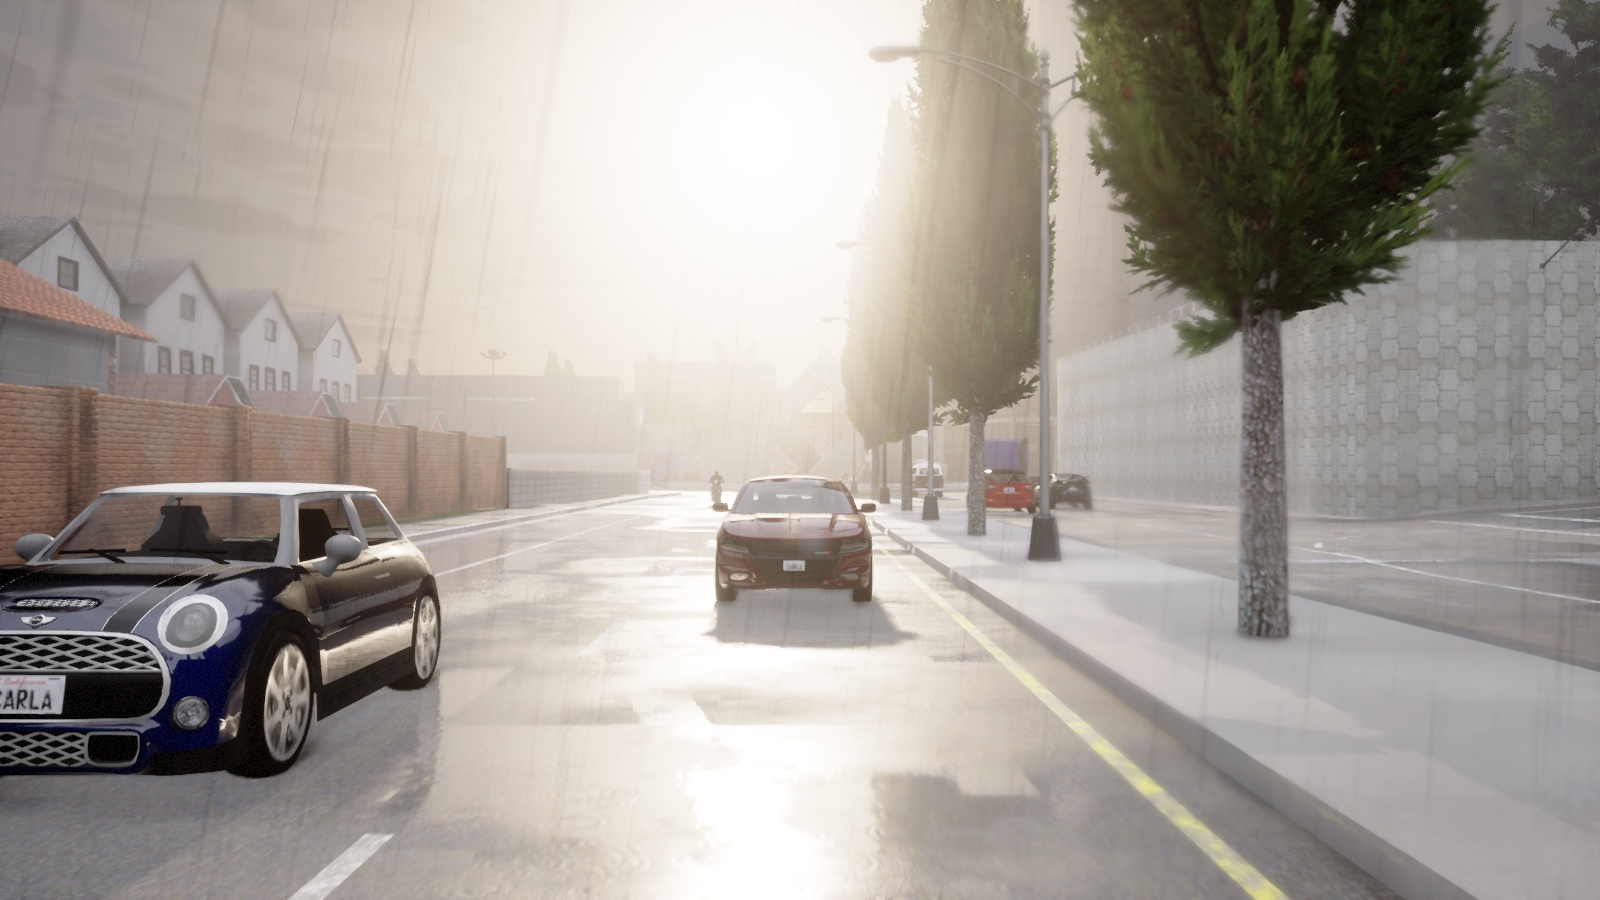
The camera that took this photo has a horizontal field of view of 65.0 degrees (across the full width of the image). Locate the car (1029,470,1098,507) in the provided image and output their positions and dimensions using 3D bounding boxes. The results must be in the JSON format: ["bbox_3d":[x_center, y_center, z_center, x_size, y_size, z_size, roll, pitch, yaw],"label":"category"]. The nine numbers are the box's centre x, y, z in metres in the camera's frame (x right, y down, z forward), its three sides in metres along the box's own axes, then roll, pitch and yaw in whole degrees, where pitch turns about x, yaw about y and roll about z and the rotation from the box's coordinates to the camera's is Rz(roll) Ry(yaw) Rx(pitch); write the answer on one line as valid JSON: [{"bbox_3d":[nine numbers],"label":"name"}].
[{"bbox_3d":[11.288,1.621,54.105,2.007,1.525,4.514,0,-1,0],"label":"car"}]

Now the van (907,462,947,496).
[{"bbox_3d":[7.778,1.795,77.290,2.069,2.038,4.480,0,-2,1],"label":"van"}]

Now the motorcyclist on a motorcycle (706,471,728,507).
[{"bbox_3d":[-3.717,1.720,56.086,0.866,1.590,1.817,0,-1,0],"label":"motorcyclist on a motorcycle"}]

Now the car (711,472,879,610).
[{"bbox_3d":[-0.066,1.070,16.622,1.882,1.535,5.008,0,-1,0],"label":"car"}]

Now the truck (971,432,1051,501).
[{"bbox_3d":[11.236,0.917,67.602,2.891,3.462,7.936,0,-1,0],"label":"truck"}]

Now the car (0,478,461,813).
[{"bbox_3d":[-3.532,0.920,7.545,1.970,1.475,3.806,0,-1,0],"label":"car"}]

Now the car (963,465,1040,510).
[{"bbox_3d":[7.809,1.449,49.112,2.242,1.667,4.611,0,-1,0],"label":"car"}]
